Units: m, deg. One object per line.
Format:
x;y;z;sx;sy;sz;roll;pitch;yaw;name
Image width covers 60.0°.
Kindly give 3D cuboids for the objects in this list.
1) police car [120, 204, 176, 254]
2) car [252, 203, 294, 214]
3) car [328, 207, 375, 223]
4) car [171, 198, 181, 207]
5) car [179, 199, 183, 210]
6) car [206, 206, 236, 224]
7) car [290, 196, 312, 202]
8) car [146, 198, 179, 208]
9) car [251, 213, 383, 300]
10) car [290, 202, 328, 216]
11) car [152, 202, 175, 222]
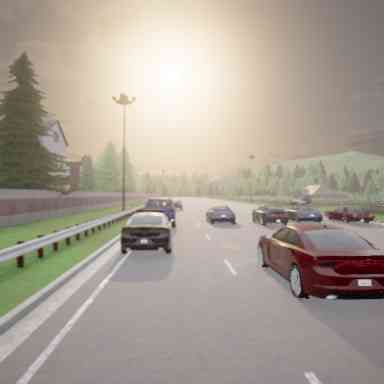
-1.789;1.534;14.193;1.930;1.638;5.238;0;0;-3;police car
5.857;1.728;25.364;1.837;1.490;4.892;0;0;-3;car
12.774;1.859;27.355;1.895;1.301;4.718;0;0;-3;car
-3.044;2.013;64.697;1.837;1.490;4.892;0;0;-3;car
-2.359;1.882;49.704;2.128;1.511;4.902;0;0;-3;car
2.281;1.787;26.979;1.994;1.385;4.181;0;0;-3;car
20.058;1.764;61.238;3.866;1.878;1.905;0;0;-3;car
-2.241;1.411;24.104;2.150;2.045;5.566;0;0;-3;car
3.118;1.557;8.690;1.882;1.535;5.008;0;0;-3;car
9.248;1.816;27.875;1.994;1.385;4.181;0;0;-3;car
-2.515;1.739;30.065;1.837;1.490;4.892;0;0;-3;car
